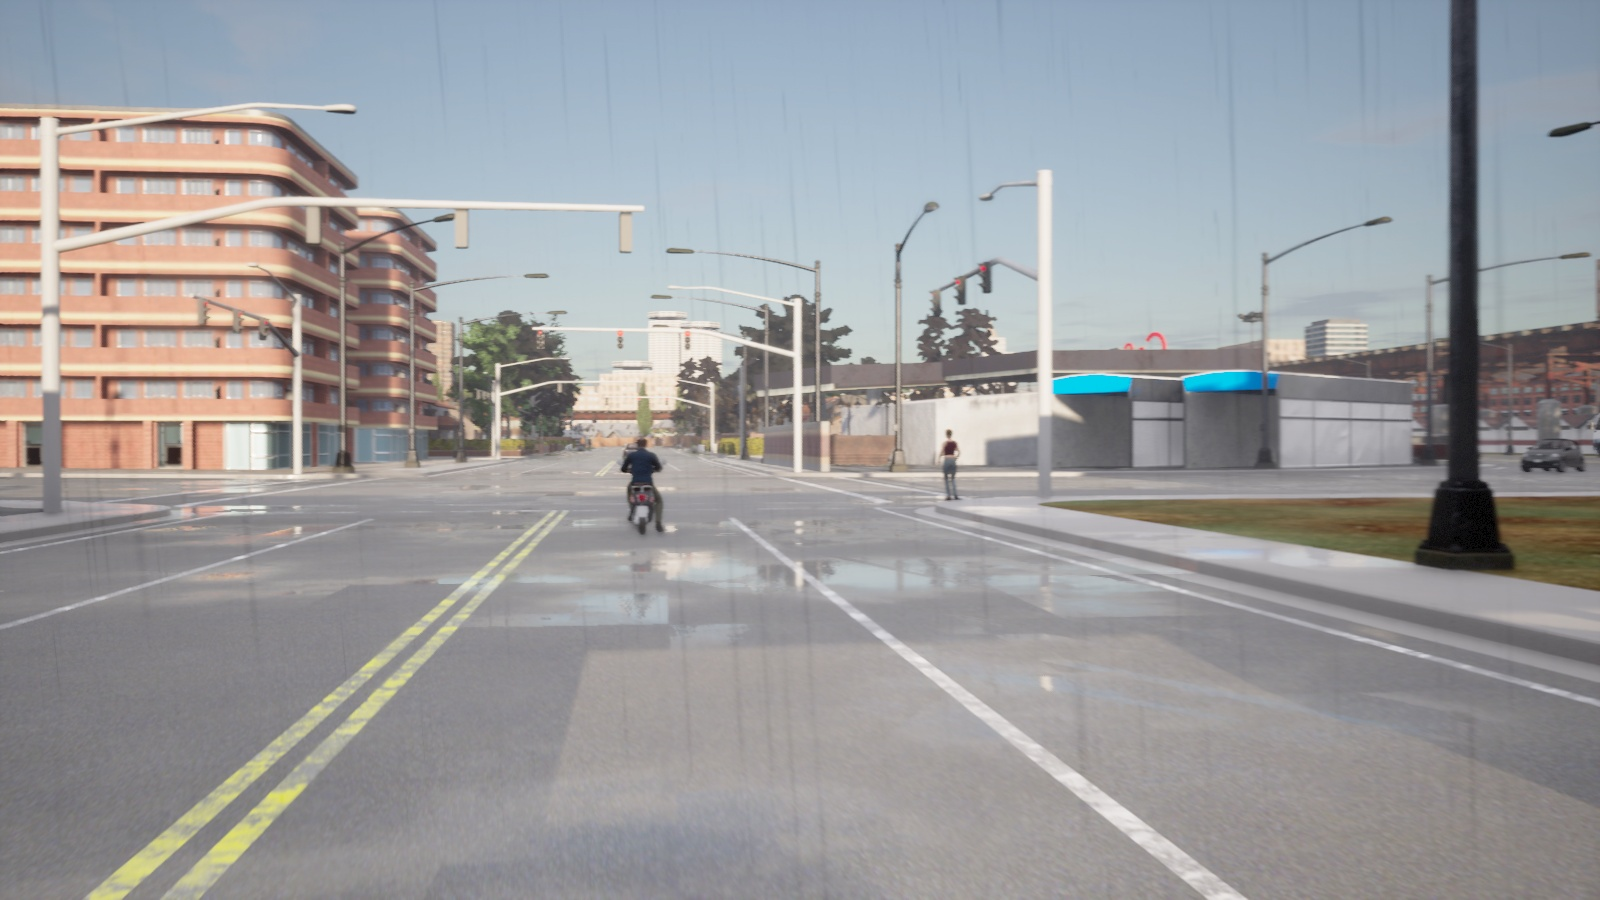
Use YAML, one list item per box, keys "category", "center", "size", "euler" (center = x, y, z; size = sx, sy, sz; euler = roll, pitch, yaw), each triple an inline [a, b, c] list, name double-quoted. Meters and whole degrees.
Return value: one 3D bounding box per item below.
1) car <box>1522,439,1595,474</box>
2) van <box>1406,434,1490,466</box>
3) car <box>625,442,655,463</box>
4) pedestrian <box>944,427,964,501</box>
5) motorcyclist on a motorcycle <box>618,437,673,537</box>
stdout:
- category: "car"
  center: [36.057, 0.276, 59.684]
  size: [3.988, 1.617, 1.851]
  euler: [0, 0, -41]
- category: "van"
  center: [41.494, 0.009, 80.496]
  size: [1.775, 1.987, 4.442]
  euler: [0, 0, -43]
- category: "car"
  center: [-11.940, 0.183, 93.568]
  size: [2.128, 1.511, 4.902]
  euler: [0, 0, -7]
- category: "pedestrian"
  center: [3.850, 0.348, 31.351]
  size: [0.345, 1.836, 0.594]
  euler: [0, 0, -10]
- category: "motorcyclist on a motorcycle"
  center: [-2.579, 0.583, 21.005]
  size: [0.866, 1.590, 1.817]
  euler: [0, 0, -7]
